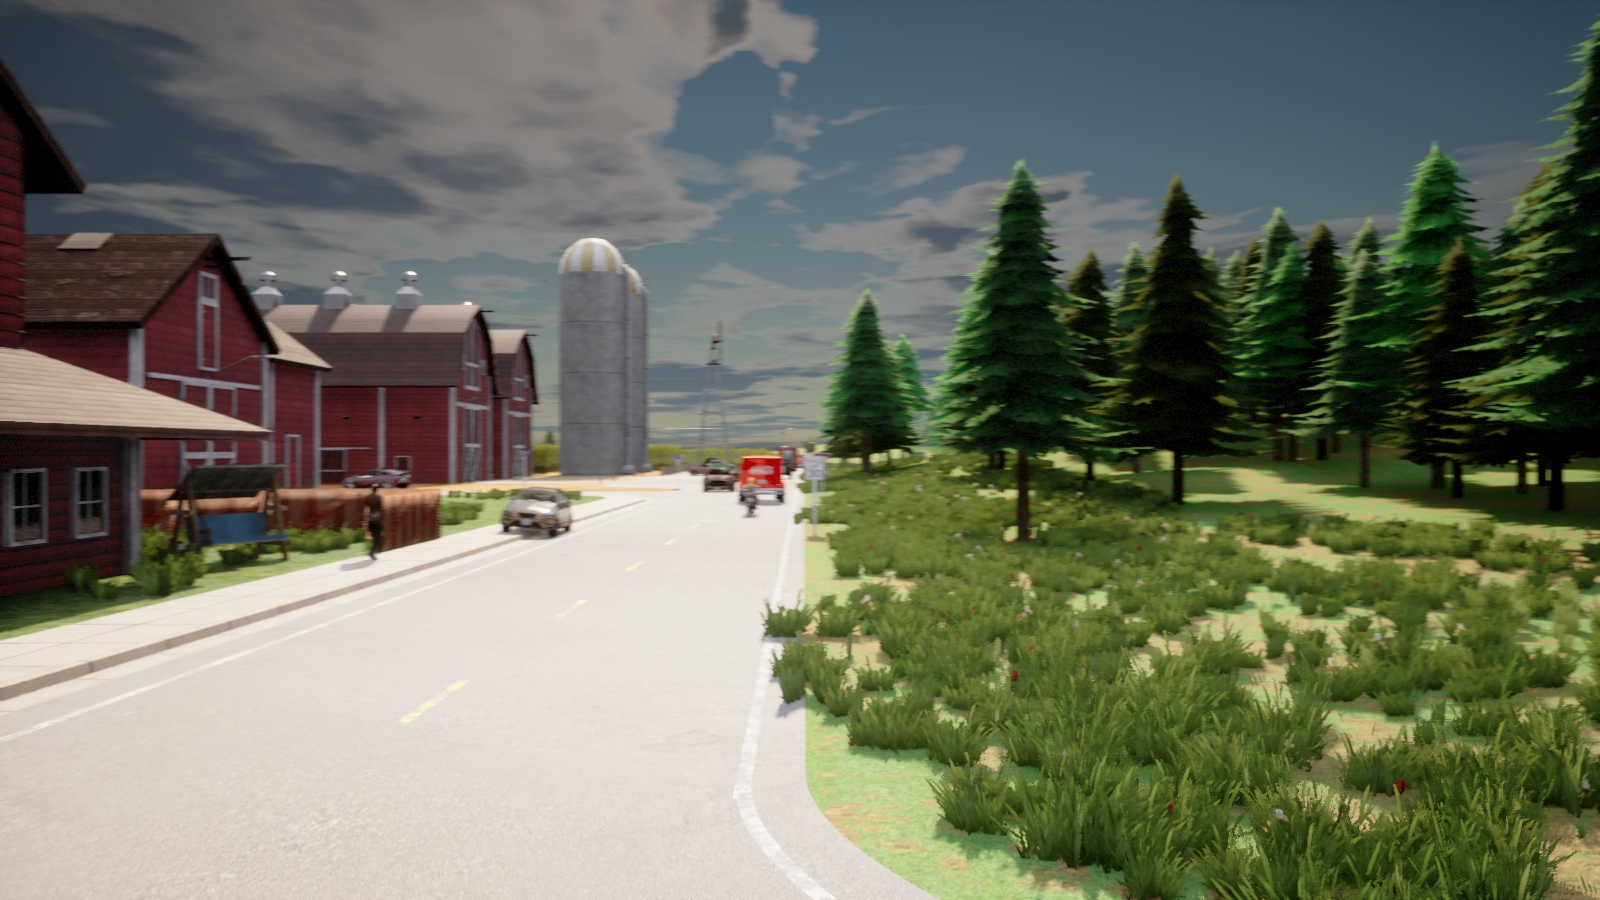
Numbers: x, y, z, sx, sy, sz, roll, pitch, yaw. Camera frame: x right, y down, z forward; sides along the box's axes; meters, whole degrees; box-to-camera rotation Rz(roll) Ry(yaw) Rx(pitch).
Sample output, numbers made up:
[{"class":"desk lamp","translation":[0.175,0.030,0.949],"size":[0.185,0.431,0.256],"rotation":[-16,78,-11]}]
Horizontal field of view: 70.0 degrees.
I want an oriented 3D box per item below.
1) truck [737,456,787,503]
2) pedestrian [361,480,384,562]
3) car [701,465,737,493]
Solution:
[{"class":"truck","translation":[-2.083,1.563,62.828],"size":[2.627,2.467,5.204],"rotation":[0,0,-1]},{"class":"pedestrian","translation":[-9.820,1.630,26.271],"size":[0.375,1.860,0.375],"rotation":[0,0,2]},{"class":"car","translation":[-5.478,1.943,78.064],"size":[2.097,1.767,4.553],"rotation":[0,0,0]}]
